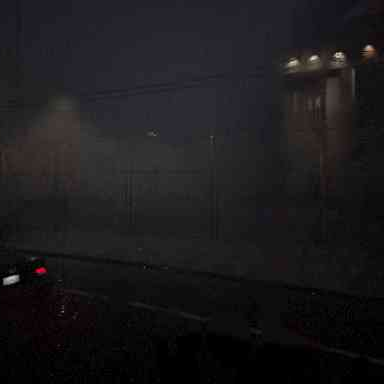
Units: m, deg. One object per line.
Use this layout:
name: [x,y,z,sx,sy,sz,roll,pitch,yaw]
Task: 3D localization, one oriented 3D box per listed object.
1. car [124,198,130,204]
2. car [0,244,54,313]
car: [-7.403,1.116,46.442,4.718,1.301,1.895,0,1,20]
car: [-5.241,1.468,6.457,5.357,1.411,2.033,0,1,24]
